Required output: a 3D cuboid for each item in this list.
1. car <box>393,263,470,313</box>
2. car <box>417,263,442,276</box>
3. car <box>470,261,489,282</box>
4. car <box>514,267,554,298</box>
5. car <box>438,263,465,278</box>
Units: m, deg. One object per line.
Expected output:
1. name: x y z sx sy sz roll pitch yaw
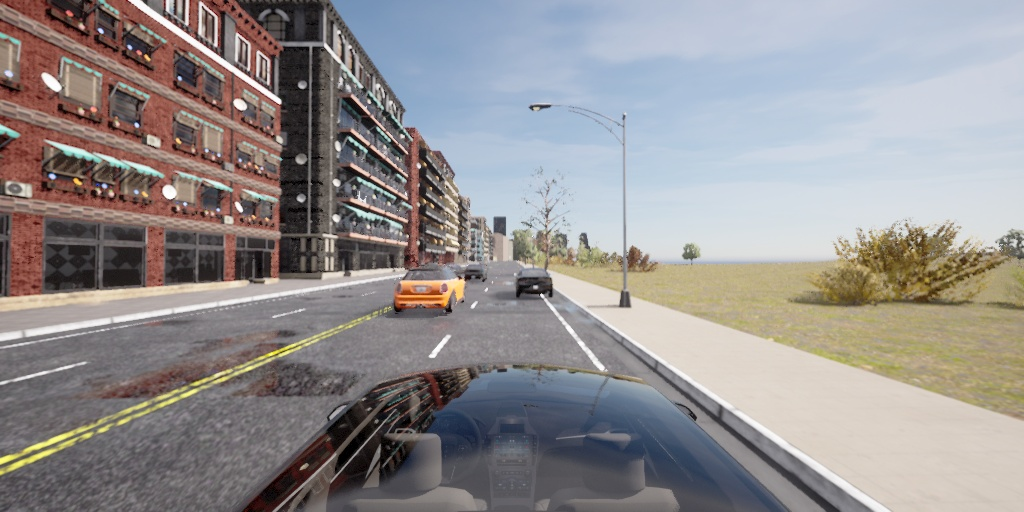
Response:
1. car: -3.154 1.203 14.588 2.097 1.767 4.553 0 0 0
2. car: -9.862 1.574 43.170 1.837 1.490 4.892 0 0 0
3. car: -3.159 1.490 31.890 1.837 1.490 4.892 0 0 0
4. car: 1.132 1.367 19.643 1.882 1.535 5.008 0 0 0
5. car: -6.612 1.532 39.444 2.128 1.511 4.902 0 0 0
